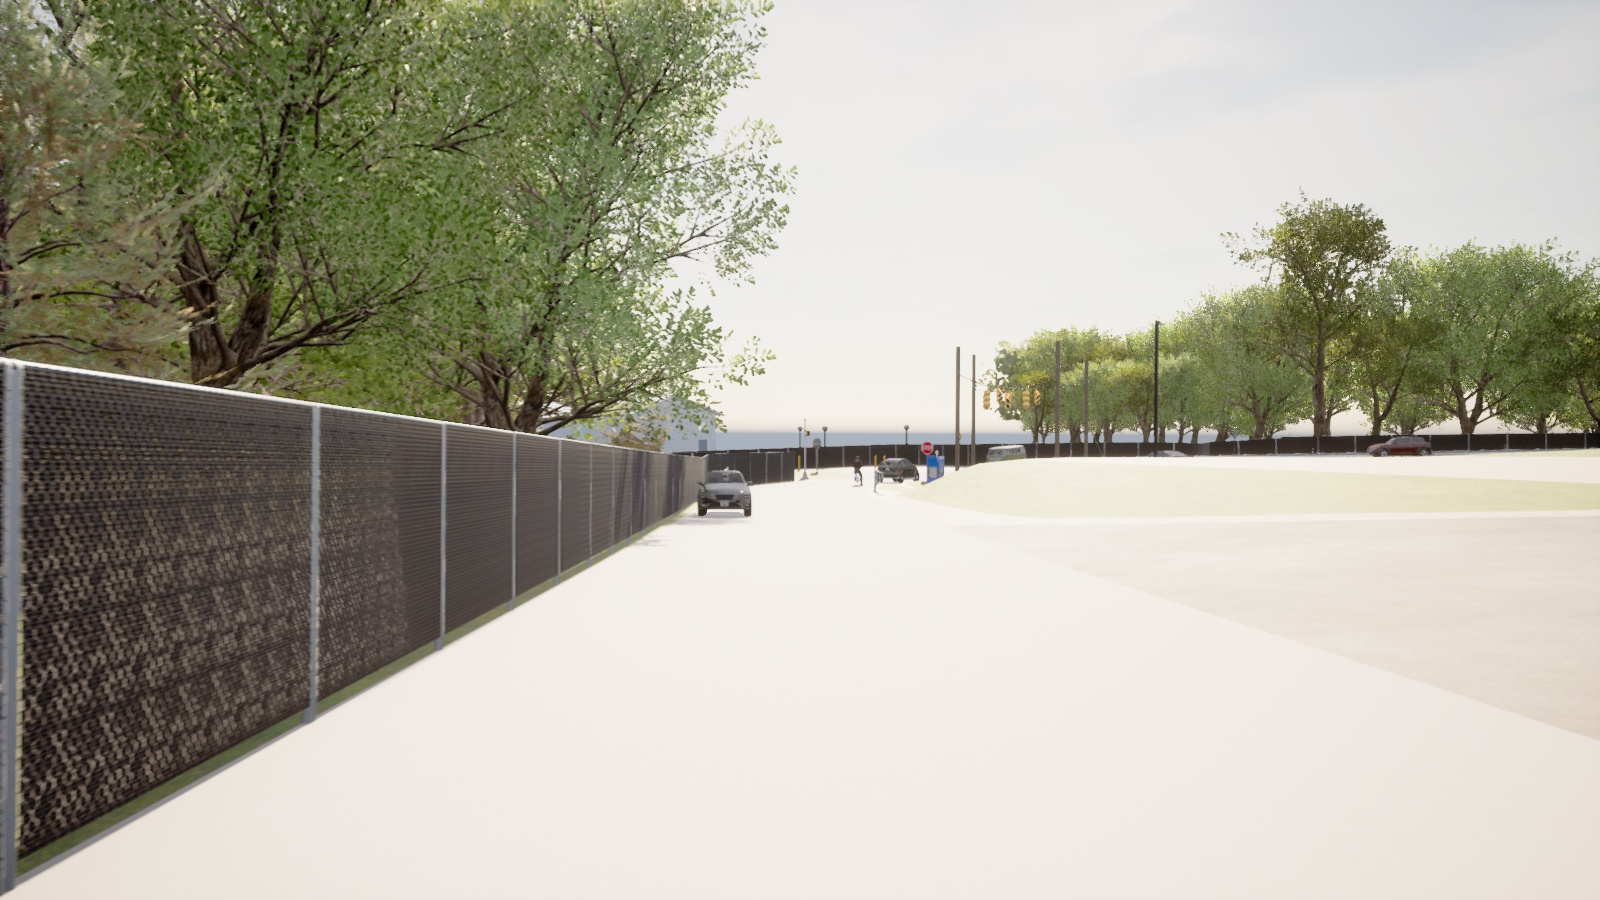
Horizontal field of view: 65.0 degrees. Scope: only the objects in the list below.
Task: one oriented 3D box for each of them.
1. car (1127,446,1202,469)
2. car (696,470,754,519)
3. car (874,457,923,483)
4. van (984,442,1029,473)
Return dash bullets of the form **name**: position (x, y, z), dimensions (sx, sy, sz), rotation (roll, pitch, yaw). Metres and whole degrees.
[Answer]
- **car**: position (25.295, 0.554, 87.383), dimensions (2.033, 1.411, 5.357), rotation (-1, -2, -23)
- **car**: position (-2.469, 1.432, 41.589), dimensions (1.816, 1.474, 4.193), rotation (0, 0, -3)
- **car**: position (6.350, 1.264, 80.766), dimensions (1.789, 1.549, 3.705), rotation (0, 0, 28)
- **van**: position (15.389, 0.558, 93.425), dimensions (1.775, 1.987, 4.442), rotation (-2, 2, 30)
